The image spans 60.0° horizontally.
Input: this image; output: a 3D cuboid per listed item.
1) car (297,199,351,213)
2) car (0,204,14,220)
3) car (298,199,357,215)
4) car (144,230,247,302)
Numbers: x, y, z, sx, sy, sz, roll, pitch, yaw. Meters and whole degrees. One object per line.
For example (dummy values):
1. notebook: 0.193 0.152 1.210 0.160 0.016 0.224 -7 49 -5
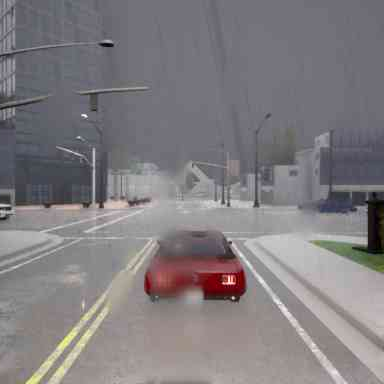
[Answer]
1. car: 14.839 1.528 37.575 5.357 1.411 2.033 0 0 -1
2. car: -17.335 1.339 26.611 5.566 2.045 2.150 -1 0 0
3. car: 13.905 1.537 33.958 5.357 1.411 2.033 0 0 -3
4. car: 0.072 1.601 8.208 1.895 1.301 4.718 0 0 0
